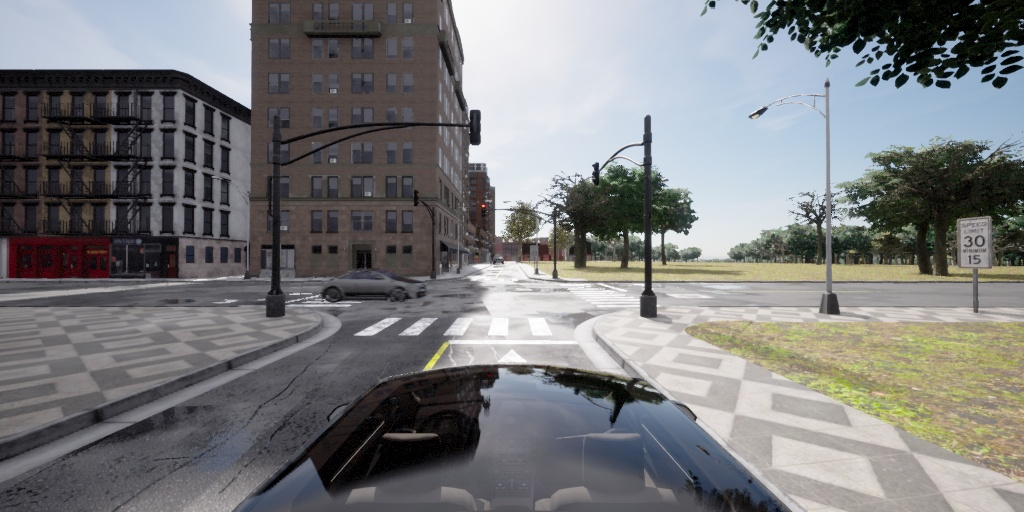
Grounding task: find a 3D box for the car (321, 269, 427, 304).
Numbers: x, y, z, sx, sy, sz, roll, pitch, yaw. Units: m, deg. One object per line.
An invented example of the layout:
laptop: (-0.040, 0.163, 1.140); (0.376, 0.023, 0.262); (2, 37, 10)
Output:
car: (-5.854, 1.277, 15.460); (4.181, 1.385, 1.994); (0, -1, 0)
